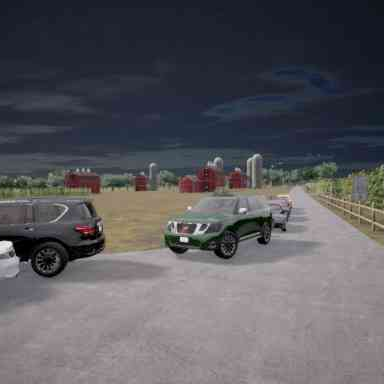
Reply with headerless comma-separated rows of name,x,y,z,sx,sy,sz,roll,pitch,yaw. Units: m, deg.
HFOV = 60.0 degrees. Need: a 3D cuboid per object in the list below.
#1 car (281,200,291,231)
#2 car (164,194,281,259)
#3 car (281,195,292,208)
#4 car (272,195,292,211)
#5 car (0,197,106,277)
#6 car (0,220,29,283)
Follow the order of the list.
car,4.401,1.380,19.005,1.994,1.385,4.181,0,0,17
car,1.289,1.108,12.679,2.150,2.045,5.566,0,0,34
car,6.248,1.235,24.741,1.882,1.535,5.008,0,0,18
car,9.976,1.110,36.492,1.882,1.535,5.008,0,0,18
car,-5.372,1.226,9.601,5.566,2.045,2.150,-1,1,-4
car,-6.103,1.612,6.677,4.674,1.442,1.812,-2,2,-38
